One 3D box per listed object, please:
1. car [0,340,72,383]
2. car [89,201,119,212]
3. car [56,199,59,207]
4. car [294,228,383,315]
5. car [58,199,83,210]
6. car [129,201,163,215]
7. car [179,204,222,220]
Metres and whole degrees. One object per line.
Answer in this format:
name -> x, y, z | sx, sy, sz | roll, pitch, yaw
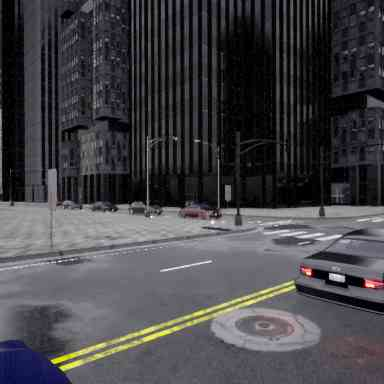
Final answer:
car -> -2.685, 1.601, 1.148 | 4.718, 1.301, 1.895 | 0, 0, -42
car -> -11.692, 1.926, 43.819 | 2.033, 1.411, 5.357 | 0, 0, -42
car -> -26.093, 2.125, 64.721 | 1.882, 1.535, 5.008 | 0, 0, -42
car -> 4.406, 1.547, 7.498 | 5.357, 1.411, 2.033 | 0, 0, -42
car -> -18.536, 1.995, 51.538 | 1.837, 1.490, 4.892 | 0, 0, -41
car -> -5.140, 1.782, 36.481 | 1.837, 1.490, 4.892 | 0, 0, -42
car -> 0.704, 1.751, 29.936 | 1.994, 1.385, 4.181 | 0, 0, -43
